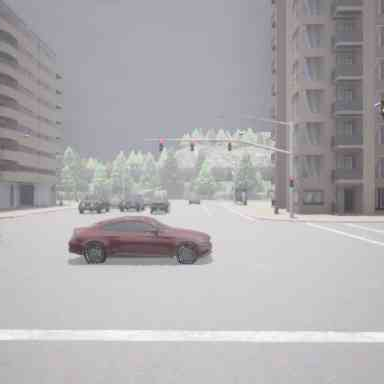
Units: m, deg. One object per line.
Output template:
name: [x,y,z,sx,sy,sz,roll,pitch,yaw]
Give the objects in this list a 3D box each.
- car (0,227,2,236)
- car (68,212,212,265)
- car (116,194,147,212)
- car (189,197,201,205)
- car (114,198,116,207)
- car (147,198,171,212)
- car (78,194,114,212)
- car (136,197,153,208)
car: [-11.066,1.511,14.692,4.892,1.490,1.837,0,0,1]
car: [-1.678,1.531,11.076,4.674,1.442,1.812,0,0,1]
car: [-7.009,1.239,39.418,2.150,2.045,5.566,0,0,0]
car: [0.476,1.591,61.497,1.994,1.385,4.181,0,0,5]
car: [-10.489,1.546,45.817,1.812,1.442,4.674,0,0,0]
car: [-3.443,1.521,36.974,1.837,1.490,4.892,0,0,2]
car: [-10.517,1.237,36.214,2.150,2.045,5.566,0,0,0]
car: [-6.974,1.547,48.947,1.812,1.442,4.674,0,0,0]
